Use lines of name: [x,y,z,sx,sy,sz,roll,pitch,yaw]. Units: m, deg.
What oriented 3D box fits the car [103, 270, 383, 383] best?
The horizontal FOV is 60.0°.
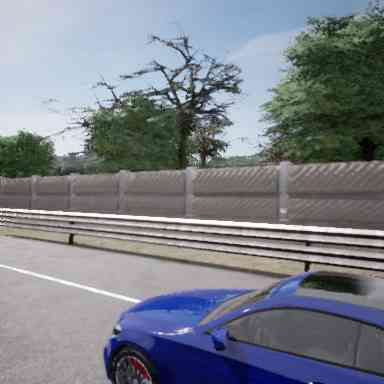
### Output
car: [1.200,1.525,3.137,4.674,1.442,1.812,0,0,36]
